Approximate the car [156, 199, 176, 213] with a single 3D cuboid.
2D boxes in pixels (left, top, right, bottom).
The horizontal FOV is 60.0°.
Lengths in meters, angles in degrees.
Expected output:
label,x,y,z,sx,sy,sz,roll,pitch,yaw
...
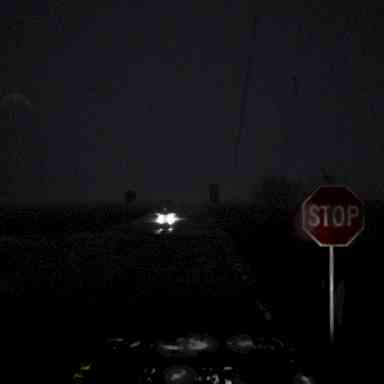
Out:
label,x,y,z,sx,sy,sz,roll,pitch,yaw
car,-2.734,1.500,36.204,2.128,1.511,4.902,0,0,0
